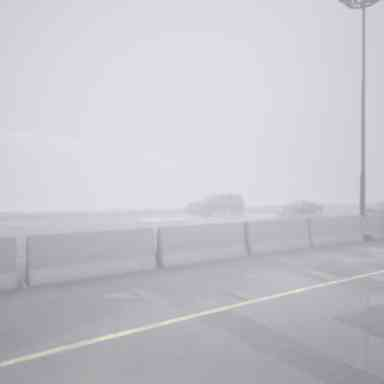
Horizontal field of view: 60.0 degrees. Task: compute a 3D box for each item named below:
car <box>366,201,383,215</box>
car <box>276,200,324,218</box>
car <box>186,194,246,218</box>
[{"bbox_3d":[18.071,1.580,30.959,5.357,1.411,2.033,0,0,-30],"label":"car"},{"bbox_3d":[9.862,1.484,30.298,4.902,1.511,2.128,0,0,-30],"label":"car"},{"bbox_3d":[2.241,1.178,29.969,5.566,2.045,2.150,0,0,-30],"label":"car"}]
